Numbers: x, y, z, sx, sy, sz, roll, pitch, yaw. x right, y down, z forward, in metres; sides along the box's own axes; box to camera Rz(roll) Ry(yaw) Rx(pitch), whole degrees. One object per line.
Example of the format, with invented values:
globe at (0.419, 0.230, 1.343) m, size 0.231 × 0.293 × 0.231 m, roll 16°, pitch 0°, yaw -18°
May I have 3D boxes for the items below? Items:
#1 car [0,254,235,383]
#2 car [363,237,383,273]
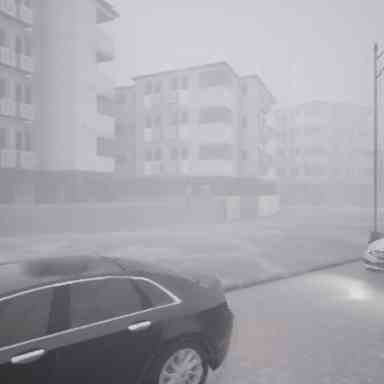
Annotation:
car at (-1.754, 1.502, 3.359) m, size 4.892 × 1.490 × 1.837 m, roll 0°, pitch 0°, yaw -35°
car at (6.730, 1.496, 9.364) m, size 4.674 × 1.442 × 1.812 m, roll 0°, pitch 0°, yaw -35°
